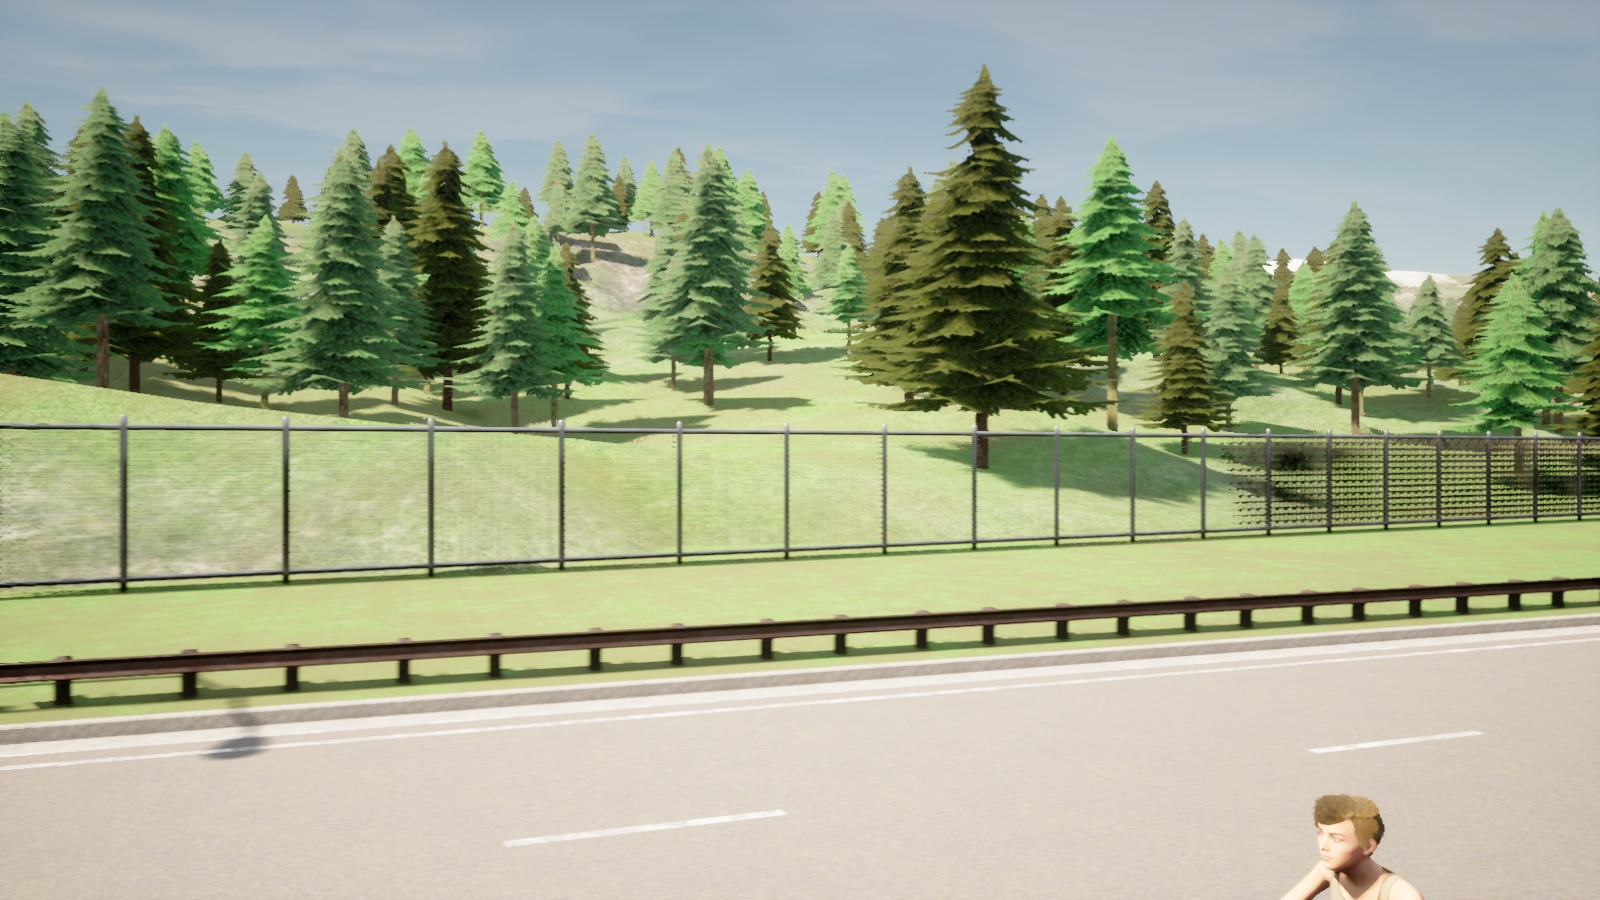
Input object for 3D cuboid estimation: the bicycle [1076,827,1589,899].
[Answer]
[{"bbox_3d":[1.838,2.158,3.954,1.487,1.277,0.859,0,0,-20],"label":"bicycle"}]
